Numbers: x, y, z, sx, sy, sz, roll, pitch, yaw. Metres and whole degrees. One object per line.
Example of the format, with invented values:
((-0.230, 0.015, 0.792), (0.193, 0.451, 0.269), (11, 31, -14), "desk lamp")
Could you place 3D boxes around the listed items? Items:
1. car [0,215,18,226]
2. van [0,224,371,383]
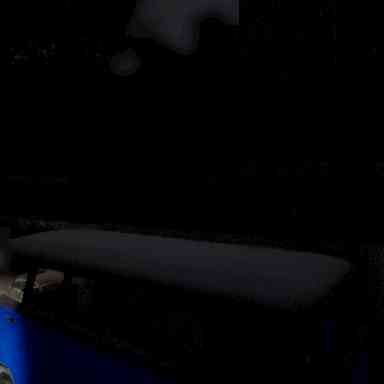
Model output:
((-4.998, 1.315, 6.375), (5.009, 1.841, 2.192), (0, 0, 36), "car")
((-0.483, 1.341, 3.155), (3.998, 1.788, 1.690), (0, 0, 36), "van")
